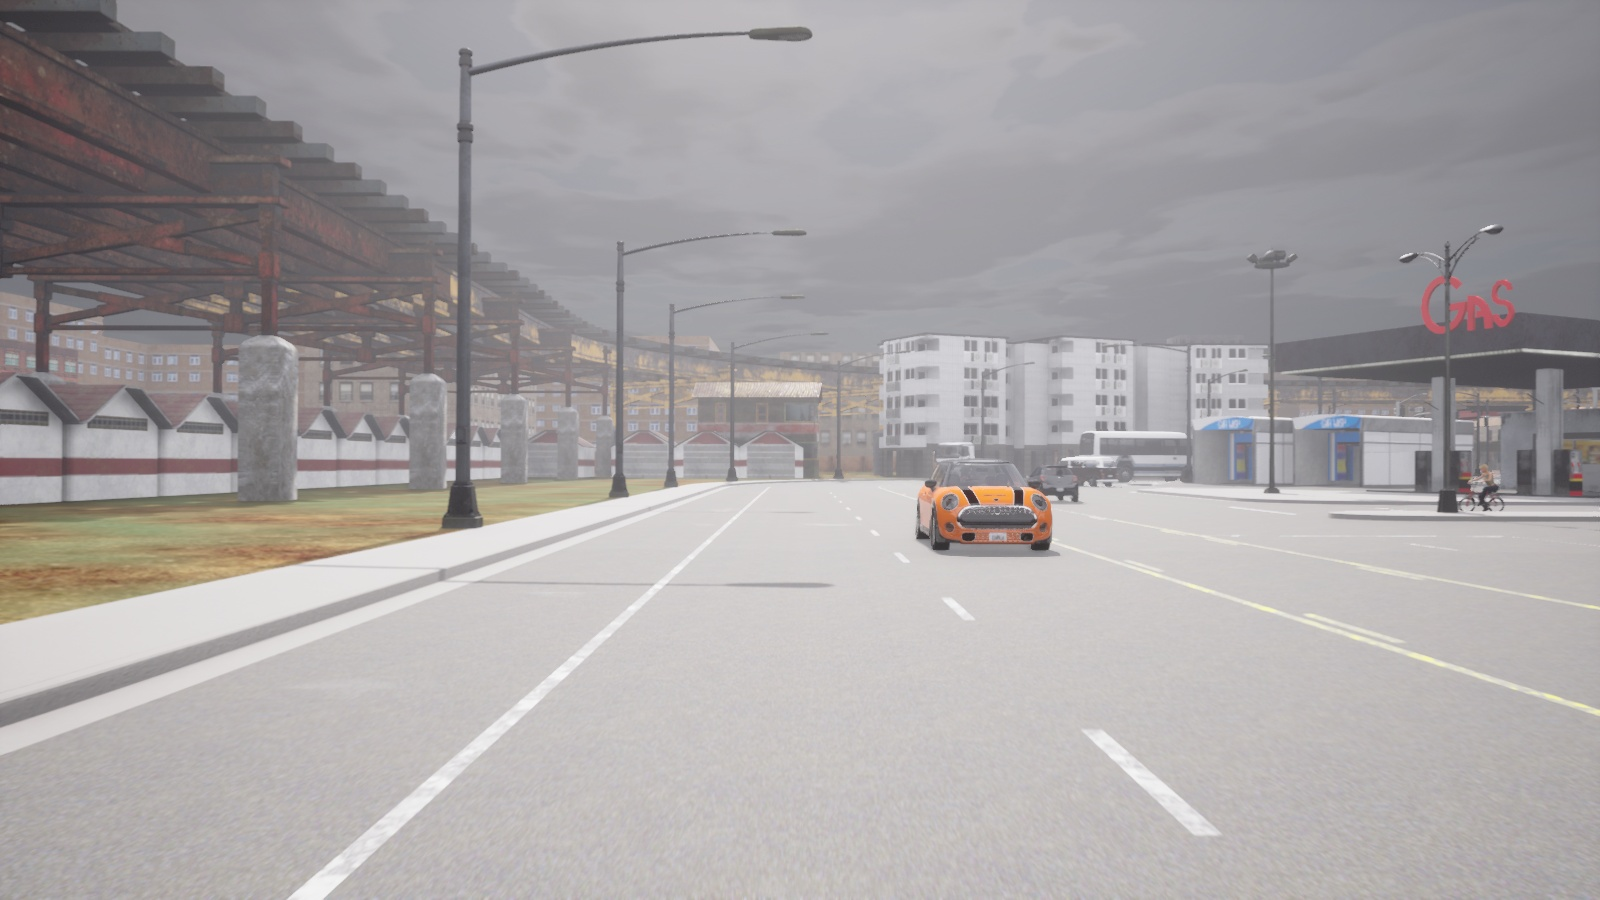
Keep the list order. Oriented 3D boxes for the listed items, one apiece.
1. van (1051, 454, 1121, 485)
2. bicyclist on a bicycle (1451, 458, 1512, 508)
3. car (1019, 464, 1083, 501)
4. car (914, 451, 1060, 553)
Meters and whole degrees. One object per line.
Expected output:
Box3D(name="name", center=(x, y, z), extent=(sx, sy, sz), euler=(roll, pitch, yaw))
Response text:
Box3D(name="van", center=(19.476, 1.315, 85.664), extent=(2.069, 2.038, 4.480), euler=(0, 0, -35))
Box3D(name="bicyclist on a bicycle", center=(22.322, 1.087, 41.132), extent=(1.509, 1.612, 0.866), euler=(0, -1, -1))
Box3D(name="car", center=(10.387, 1.319, 52.261), extent=(1.845, 1.501, 3.633), euler=(0, -1, -1))
Box3D(name="car", center=(3.446, 0.921, 24.046), extent=(2.097, 1.767, 4.553), euler=(0, -1, 0))
